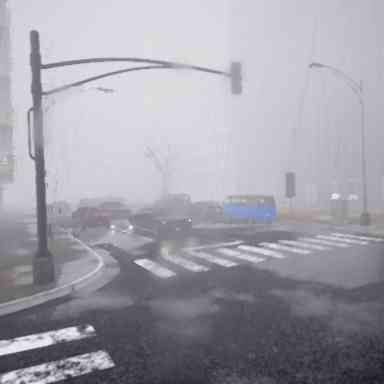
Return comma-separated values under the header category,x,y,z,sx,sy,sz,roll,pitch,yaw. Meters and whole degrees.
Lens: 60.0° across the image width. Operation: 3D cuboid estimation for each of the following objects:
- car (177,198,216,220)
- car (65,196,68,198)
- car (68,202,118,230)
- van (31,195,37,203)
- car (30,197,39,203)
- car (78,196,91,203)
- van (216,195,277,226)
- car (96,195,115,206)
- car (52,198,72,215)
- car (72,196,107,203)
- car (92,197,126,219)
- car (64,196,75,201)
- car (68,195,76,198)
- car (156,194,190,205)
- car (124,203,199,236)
category,x,y,z,sx,sy,sz,roll,pitch,yaw
car,0.858,1.318,25.493,1.947,1.339,4.313,-2,1,-28
car,-30.200,1.644,84.038,2.008,1.369,4.403,-2,1,-28
car,-6.541,1.590,21.567,1.887,1.381,4.507,-2,1,-28
van,-37.606,1.727,80.111,1.690,1.788,3.998,-2,1,-28
car,-40.187,1.963,84.992,1.887,1.381,4.507,-2,1,-28
car,-22.436,1.564,69.402,1.947,1.339,4.313,-2,1,-28
van,3.440,1.069,20.612,1.690,1.788,3.998,-2,1,-28
car,-14.440,1.374,55.273,1.882,1.535,5.008,-2,1,-28
car,-14.305,1.667,36.203,1.887,1.381,4.507,-2,1,-28
car,-11.073,1.514,35.642,2.128,1.511,4.902,-2,1,-28
car,-6.224,1.451,26.479,1.882,1.535,5.008,-2,1,-28
car,-32.789,1.676,88.918,2.008,1.369,4.403,-2,1,-28
car,-27.616,1.501,79.158,1.967,1.590,4.097,-2,1,-28
car,-1.737,1.092,30.369,2.192,1.841,5.009,-2,1,-28
car,-1.817,1.533,18.179,1.895,1.301,4.718,-2,1,-31
